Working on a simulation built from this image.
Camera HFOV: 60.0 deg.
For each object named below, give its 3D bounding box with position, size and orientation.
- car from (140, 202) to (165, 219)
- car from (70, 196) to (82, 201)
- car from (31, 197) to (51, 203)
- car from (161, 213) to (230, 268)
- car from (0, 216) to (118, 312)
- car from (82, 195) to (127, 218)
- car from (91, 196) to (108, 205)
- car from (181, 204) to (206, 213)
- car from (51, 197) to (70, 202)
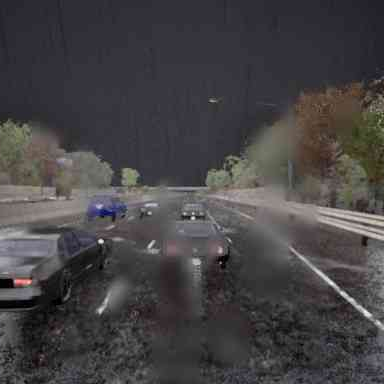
[{"bbox_3d":[-3.413,1.563,29.332,1.812,1.442,4.674,0,0,0],"label":"car"},{"bbox_3d":[-21.031,1.460,63.535,2.097,1.767,4.553,0,0,0],"label":"car"},{"bbox_3d":[-28.027,1.650,61.966,2.033,1.411,5.357,0,0,0],"label":"car"},{"bbox_3d":[0.095,1.612,11.215,1.895,1.301,4.718,0,0,0],"label":"car"},{"bbox_3d":[-3.405,1.555,7.998,2.033,1.411,5.357,0,0,0],"label":"car"},{"bbox_3d":[-6.911,1.256,27.415,2.150,2.045,5.566,0,0,0],"label":"car"},{"bbox_3d":[-17.536,1.585,63.219,1.882,1.535,5.008,0,0,0],"label":"car"},{"bbox_3d":[0.087,1.634,26.768,1.895,1.301,4.718,0,0,0],"label":"car"},{"bbox_3d":[-24.528,1.627,63.415,1.812,1.442,4.674,0,0,0],"label":"car"}]
